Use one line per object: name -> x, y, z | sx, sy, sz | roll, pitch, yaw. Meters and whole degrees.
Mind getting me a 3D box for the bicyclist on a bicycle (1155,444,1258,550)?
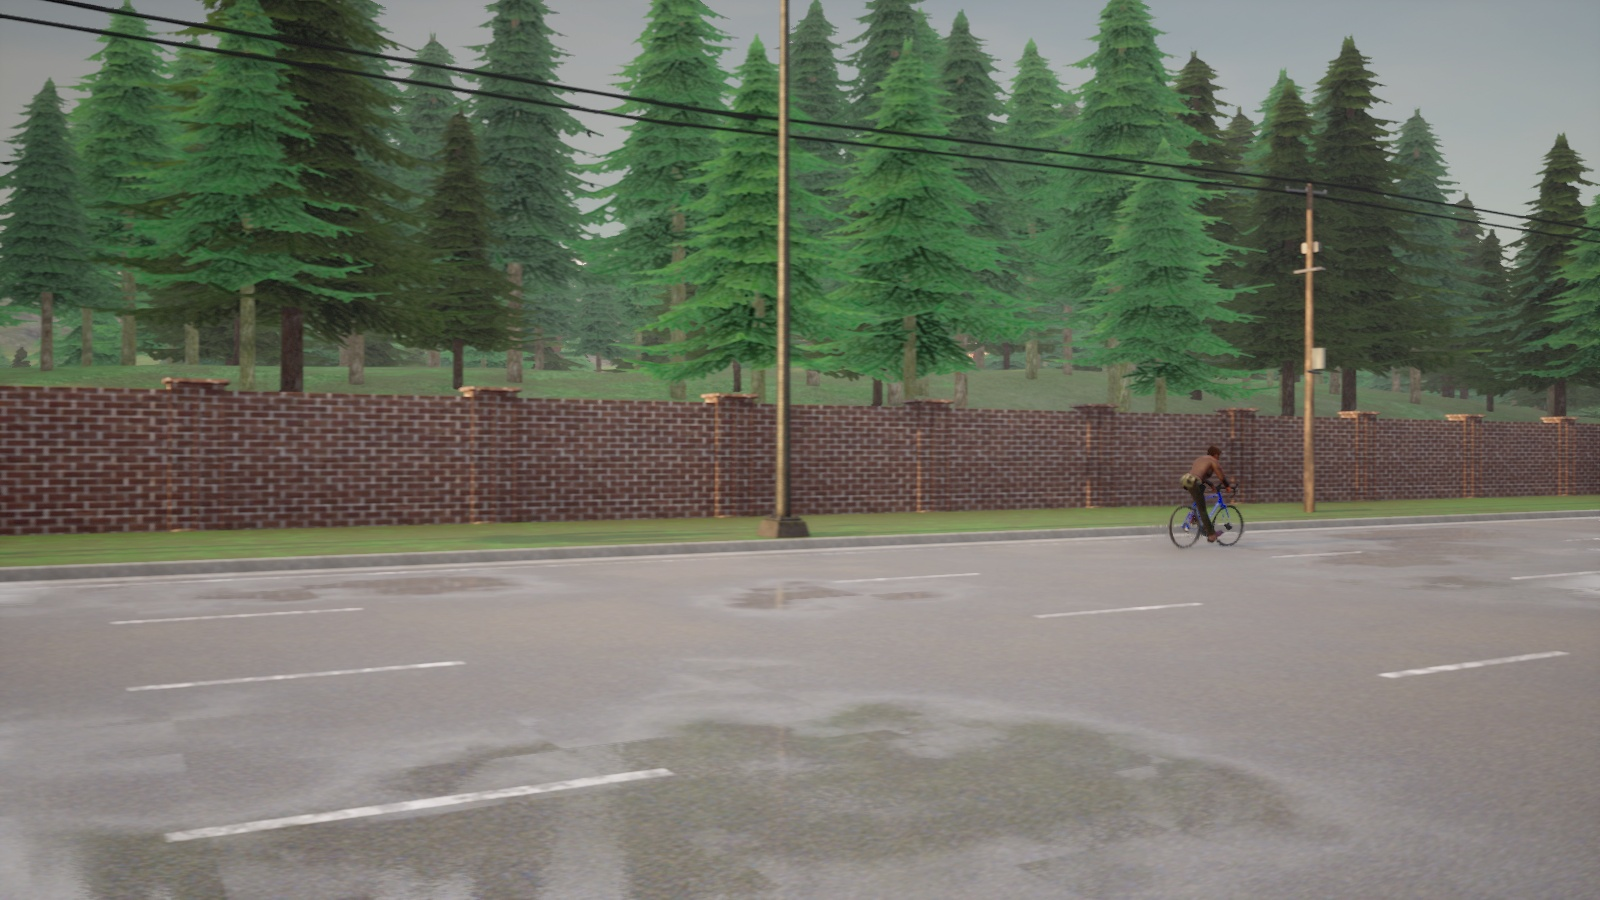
bicyclist on a bicycle -> 6.440, 0.729, 19.889 | 1.656, 1.620, 0.582 | 0, 0, -29
